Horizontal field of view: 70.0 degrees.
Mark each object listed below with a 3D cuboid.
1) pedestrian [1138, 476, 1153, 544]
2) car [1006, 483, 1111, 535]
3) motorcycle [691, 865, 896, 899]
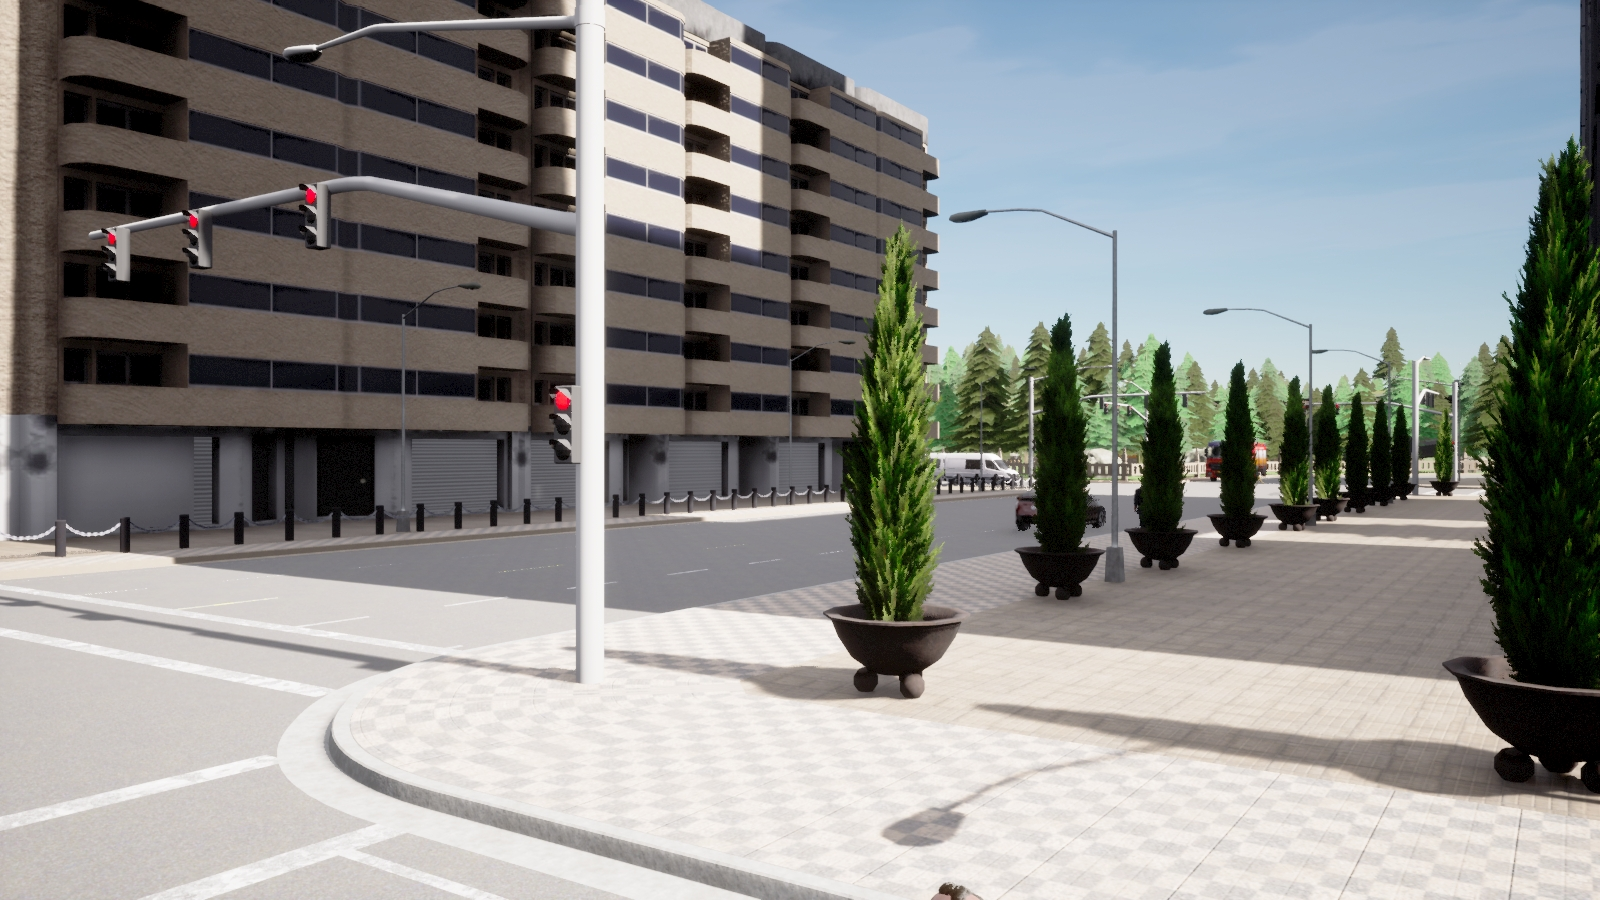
[{"bbox_3d":[9.517,1.642,31.481,0.375,1.860,0.375,0,0,11],"label":"pedestrian"},{"bbox_3d":[8.968,1.984,39.362,2.007,1.525,4.514,0,0,34],"label":"car"},{"bbox_3d":[0.516,2.205,3.364,2.209,1.251,0.867,0,0,34],"label":"motorcycle"}]
